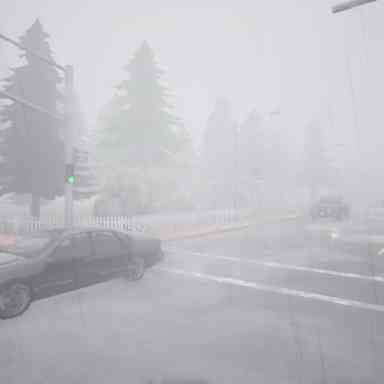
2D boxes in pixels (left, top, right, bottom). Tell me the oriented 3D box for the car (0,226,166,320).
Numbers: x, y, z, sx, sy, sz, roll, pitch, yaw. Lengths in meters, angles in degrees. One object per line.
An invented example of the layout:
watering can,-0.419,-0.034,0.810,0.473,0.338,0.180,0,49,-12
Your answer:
car,-2.889,1.545,7.738,2.033,1.411,5.357,0,0,36

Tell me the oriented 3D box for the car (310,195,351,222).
car,11.471,1.296,27.366,2.150,2.045,5.566,0,0,36

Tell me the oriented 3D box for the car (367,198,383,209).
car,27.047,1.593,48.656,1.994,1.385,4.181,0,0,36
